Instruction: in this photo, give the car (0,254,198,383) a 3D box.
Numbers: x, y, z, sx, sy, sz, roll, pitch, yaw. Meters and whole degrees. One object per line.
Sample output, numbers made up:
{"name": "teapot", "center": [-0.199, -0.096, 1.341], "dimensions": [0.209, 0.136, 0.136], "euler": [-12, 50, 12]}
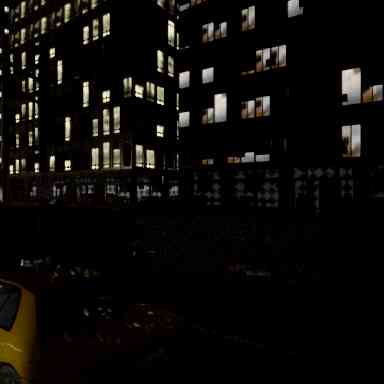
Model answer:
{"name": "car", "center": [-2.217, 1.525, 4.451], "dimensions": [4.829, 1.417, 1.752], "euler": [0, 0, 35]}
